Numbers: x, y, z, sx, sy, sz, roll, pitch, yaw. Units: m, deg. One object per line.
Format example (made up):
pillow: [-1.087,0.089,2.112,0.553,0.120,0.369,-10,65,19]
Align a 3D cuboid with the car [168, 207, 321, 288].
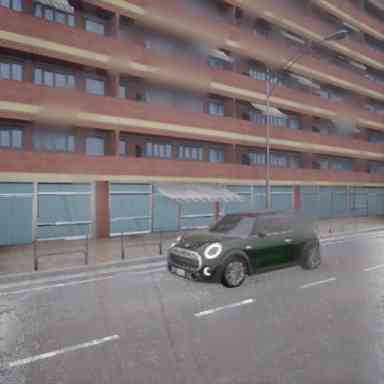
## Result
car: [1.555,1.351,9.382,4.553,1.767,2.097,0,0,-35]
